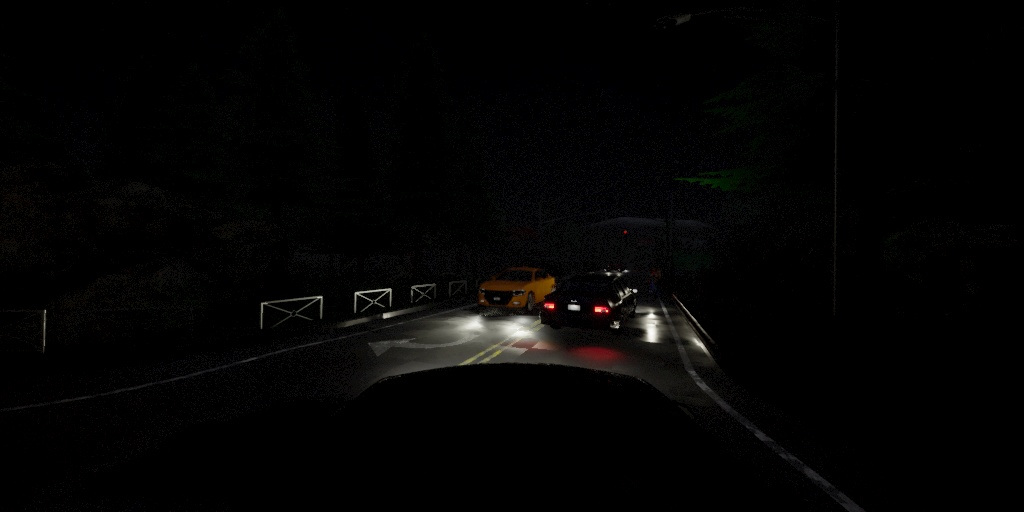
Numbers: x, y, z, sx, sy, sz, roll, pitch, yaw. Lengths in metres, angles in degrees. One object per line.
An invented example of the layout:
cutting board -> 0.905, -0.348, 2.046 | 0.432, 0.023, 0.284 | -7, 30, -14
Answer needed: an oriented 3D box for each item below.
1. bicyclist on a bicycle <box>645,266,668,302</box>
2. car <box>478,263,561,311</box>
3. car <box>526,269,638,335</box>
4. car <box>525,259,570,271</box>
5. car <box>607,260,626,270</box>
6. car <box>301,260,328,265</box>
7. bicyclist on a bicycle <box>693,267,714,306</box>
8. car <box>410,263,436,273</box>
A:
bicyclist on a bicycle -> 6.661, 1.290, 16.505 | 1.656, 1.620, 0.582 | 1, -1, -31
car -> 0.367, 1.186, 14.298 | 1.882, 1.535, 5.008 | 1, -1, 20
car -> 2.447, 1.250, 10.358 | 2.033, 1.411, 5.357 | 1, -1, 25
car -> 3.943, 1.409, 41.349 | 5.566, 2.045, 2.150 | -1, -1, 28
car -> 17.196, 1.690, 59.776 | 2.150, 2.045, 5.566 | 1, -1, 21
car -> -30.036, 1.359, 55.509 | 4.181, 1.385, 1.994 | 1, -1, 28
bicyclist on a bicycle -> 8.086, 1.303, 15.102 | 1.656, 1.620, 0.582 | 1, 0, -34
car -> -12.290, 1.575, 47.773 | 4.181, 1.385, 1.994 | 1, -1, 21
